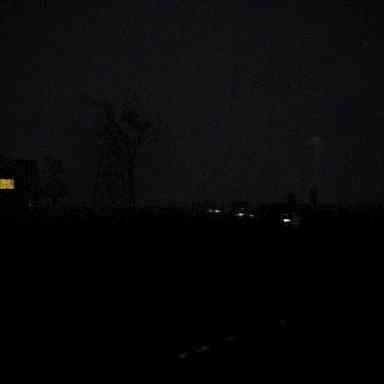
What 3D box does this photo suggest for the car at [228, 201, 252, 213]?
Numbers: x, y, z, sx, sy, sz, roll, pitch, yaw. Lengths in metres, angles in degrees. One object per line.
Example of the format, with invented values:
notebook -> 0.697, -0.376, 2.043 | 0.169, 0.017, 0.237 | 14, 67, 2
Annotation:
car -> 6.120, 1.970, 43.207 | 1.837, 1.490, 4.892 | 1, -1, -14

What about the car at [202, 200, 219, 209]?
car -> 2.993, 2.155, 55.411 | 2.128, 1.511, 4.902 | 1, -1, -14

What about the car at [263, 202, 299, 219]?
car -> 8.735, 1.810, 33.114 | 1.837, 1.490, 4.892 | 1, -1, -15
